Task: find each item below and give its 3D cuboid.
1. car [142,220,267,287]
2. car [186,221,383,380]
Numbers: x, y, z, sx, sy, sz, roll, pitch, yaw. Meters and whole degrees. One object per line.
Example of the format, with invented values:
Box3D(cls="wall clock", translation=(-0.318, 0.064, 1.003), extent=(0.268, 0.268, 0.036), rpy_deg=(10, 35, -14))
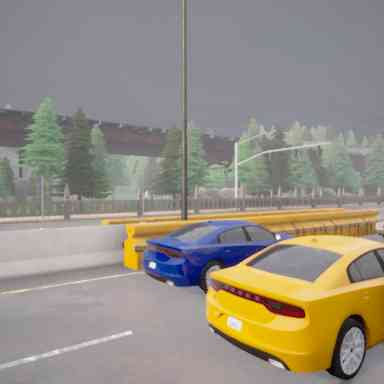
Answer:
Box3D(cls="car", translation=(1.127, 1.476, 8.854), extent=(5.008, 1.535, 1.882), rpy_deg=(0, 0, -36))
Box3D(cls="car", translation=(2.536, 1.476, 5.560), extent=(5.008, 1.535, 1.882), rpy_deg=(0, 0, -36))
